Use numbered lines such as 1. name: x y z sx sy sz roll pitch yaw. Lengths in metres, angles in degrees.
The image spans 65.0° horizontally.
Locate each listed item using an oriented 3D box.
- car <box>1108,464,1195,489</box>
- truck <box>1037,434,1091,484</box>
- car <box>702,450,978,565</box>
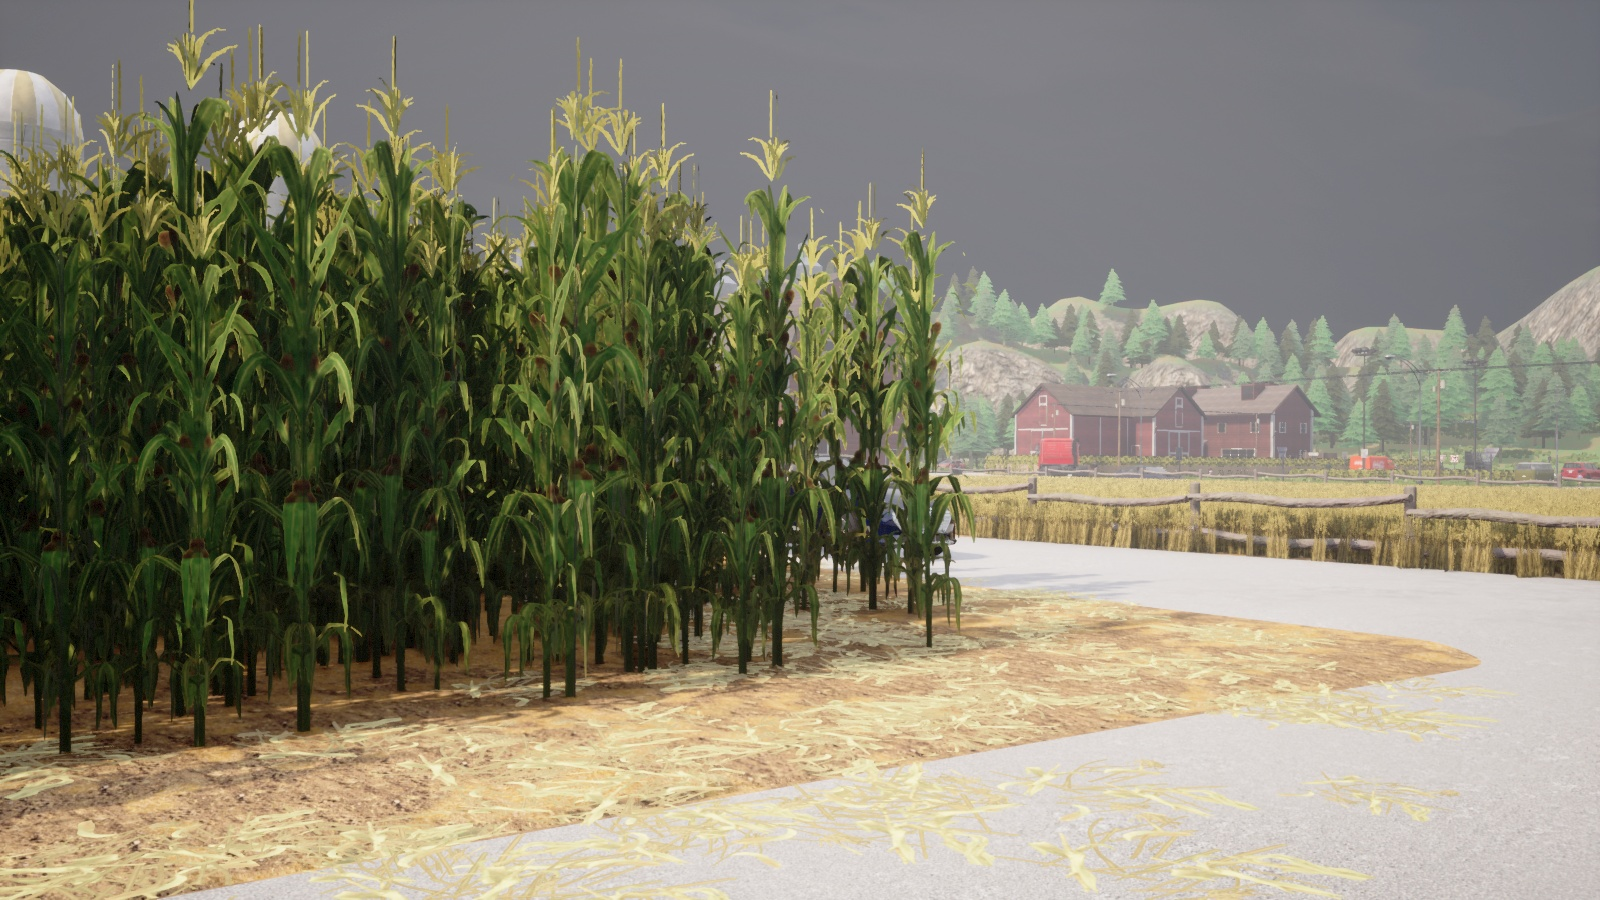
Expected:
1. car: 21.338 1.595 76.448 2.163 1.488 4.792 1 -1 -35
2. truck: 19.086 0.677 91.120 2.891 3.462 7.936 0 -1 5
3. car: 0.494 0.863 20.579 2.033 1.649 4.856 1 -1 -35
